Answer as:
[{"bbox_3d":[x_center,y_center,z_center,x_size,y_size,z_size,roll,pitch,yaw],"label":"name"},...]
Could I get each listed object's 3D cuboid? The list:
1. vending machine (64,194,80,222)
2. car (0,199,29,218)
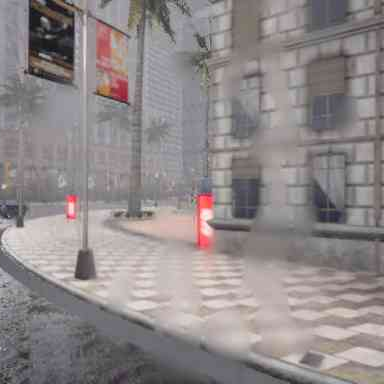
[{"bbox_3d":[-9.401,1.228,26.112,1.100,2.100,0.880,0,0,-10],"label":"vending machine"},{"bbox_3d":[-16.770,1.383,30.323,2.097,1.767,4.553,0,0,-1],"label":"car"}]
